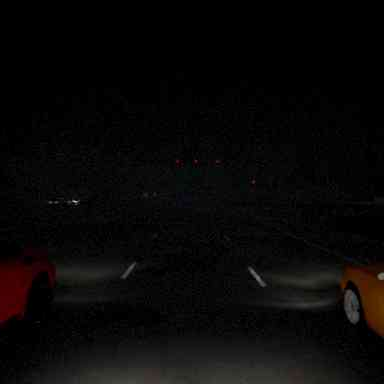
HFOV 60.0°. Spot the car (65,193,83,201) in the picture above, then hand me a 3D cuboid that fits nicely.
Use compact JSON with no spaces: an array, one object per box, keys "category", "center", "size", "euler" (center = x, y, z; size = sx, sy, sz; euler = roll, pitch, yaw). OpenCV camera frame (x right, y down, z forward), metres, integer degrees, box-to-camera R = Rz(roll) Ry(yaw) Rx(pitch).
[{"category":"car","center":[-25.026,1.215,71.497],"size":[1.812,1.442,4.674],"euler":[0,0,0]}]

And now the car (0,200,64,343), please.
[{"category":"car","center":[-3.425,1.219,3.595],"size":[2.150,2.045,5.566],"euler":[0,0,-2]}]

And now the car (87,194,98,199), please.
[{"category":"car","center":[-25.998,1.152,86.922],"size":[2.033,1.411,5.357],"euler":[0,0,-7]}]

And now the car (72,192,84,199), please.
[{"category":"car","center":[-29.349,0.974,85.691],"size":[2.097,1.767,4.553],"euler":[0,0,-7]}]

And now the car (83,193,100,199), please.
[{"category":"car","center":[-21.533,1.041,72.553],"size":[2.097,1.767,4.553],"euler":[0,0,0]}]

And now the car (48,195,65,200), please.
[{"category":"car","center":[-28.517,1.237,70.398],"size":[2.033,1.411,5.357],"euler":[0,0,0]}]

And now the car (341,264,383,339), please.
[{"category":"car","center":[3.550,1.474,3.891],"size":[1.882,1.535,5.008],"euler":[0,0,0]}]

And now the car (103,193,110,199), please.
[{"category":"car","center":[-22.649,1.106,88.212],"size":[1.837,1.490,4.892],"euler":[0,0,-11]}]
